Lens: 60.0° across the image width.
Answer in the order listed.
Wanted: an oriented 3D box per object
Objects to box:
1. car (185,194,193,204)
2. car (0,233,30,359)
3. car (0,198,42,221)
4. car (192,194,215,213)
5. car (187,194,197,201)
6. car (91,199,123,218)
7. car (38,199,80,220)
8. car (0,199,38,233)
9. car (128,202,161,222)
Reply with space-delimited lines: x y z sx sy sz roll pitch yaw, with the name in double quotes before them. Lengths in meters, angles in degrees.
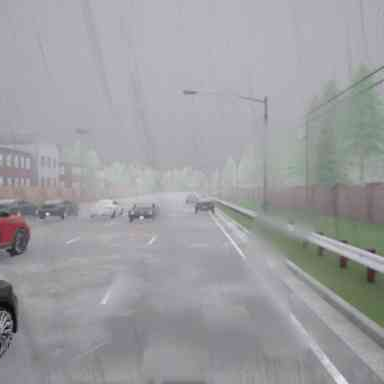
"car" -0.021 1.186 52.663 1.994 1.385 4.181 0 0 0
"car" -3.405 1.470 2.852 2.128 1.511 4.902 0 0 0
"car" -13.908 1.314 26.389 1.837 1.490 4.892 0 0 0
"car" 1.211 1.241 32.910 1.882 1.535 5.008 0 0 0
"car" -0.027 1.088 66.144 2.033 1.411 5.357 0 0 0
"car" -6.925 1.329 27.285 1.812 1.442 4.674 0 0 0
"car" -10.411 1.314 26.379 1.837 1.490 4.892 0 0 0
"car" -6.904 1.151 9.619 2.150 2.045 5.566 0 0 0
"car" -3.411 1.423 24.722 1.895 1.301 4.718 0 0 0
